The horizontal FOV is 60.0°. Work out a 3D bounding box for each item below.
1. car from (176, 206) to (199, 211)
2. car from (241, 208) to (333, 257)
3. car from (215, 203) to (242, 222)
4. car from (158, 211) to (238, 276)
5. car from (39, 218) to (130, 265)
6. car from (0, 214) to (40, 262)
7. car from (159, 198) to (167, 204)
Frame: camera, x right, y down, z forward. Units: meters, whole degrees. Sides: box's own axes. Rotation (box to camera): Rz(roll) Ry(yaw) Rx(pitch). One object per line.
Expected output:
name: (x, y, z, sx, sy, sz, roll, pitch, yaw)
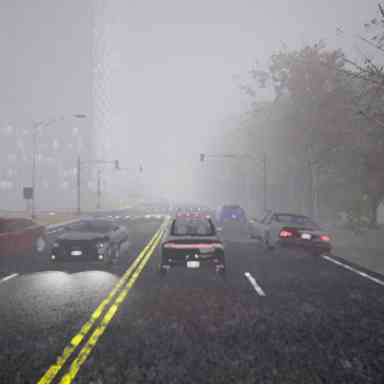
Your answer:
car: (-0.363, 1.787, 26.844, 1.895, 1.301, 4.718, 0, 0, -2)
car: (3.411, 1.409, 12.569, 2.033, 1.411, 5.357, 7, -1, -1)
car: (2.904, 1.619, 25.697, 1.882, 1.535, 5.008, -3, -2, 0)
car: (-0.003, 1.566, 10.560, 2.128, 1.511, 4.902, 0, 0, -1)
car: (-3.464, 1.648, 11.913, 1.994, 1.385, 4.181, 0, 0, -1)
car: (-6.704, 1.558, 11.282, 1.882, 1.535, 5.008, 0, -1, -1)
car: (-6.660, 2.104, 77.759, 2.033, 1.411, 5.357, 0, 0, -5)
